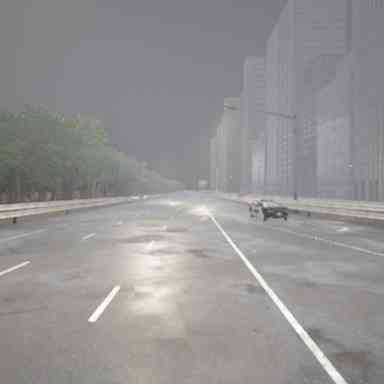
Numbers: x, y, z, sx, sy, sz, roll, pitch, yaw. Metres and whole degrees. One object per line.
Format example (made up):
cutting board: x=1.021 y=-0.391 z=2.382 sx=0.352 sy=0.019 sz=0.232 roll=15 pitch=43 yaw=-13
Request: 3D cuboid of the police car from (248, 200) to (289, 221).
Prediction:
police car: x=6.070 y=1.431 z=27.110 sx=1.930 sy=1.638 sz=5.238 roll=0 pitch=0 yaw=-8
